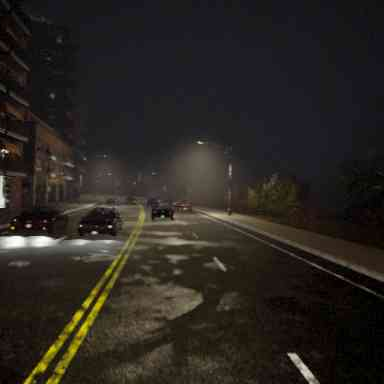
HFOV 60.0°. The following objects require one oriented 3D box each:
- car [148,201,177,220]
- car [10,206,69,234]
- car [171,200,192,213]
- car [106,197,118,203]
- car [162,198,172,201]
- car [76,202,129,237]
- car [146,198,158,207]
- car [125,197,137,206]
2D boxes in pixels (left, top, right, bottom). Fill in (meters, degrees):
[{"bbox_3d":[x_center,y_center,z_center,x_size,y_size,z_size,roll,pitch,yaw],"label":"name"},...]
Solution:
[{"bbox_3d":[-2.710,1.735,29.804,1.895,1.301,4.718,2,0,-8],"label":"car"},{"bbox_3d":[-8.070,1.440,18.012,1.994,1.385,4.181,2,0,-6],"label":"car"},{"bbox_3d":[-1.143,1.767,41.639,1.837,1.490,4.892,2,-1,-9],"label":"car"},{"bbox_3d":[-14.006,1.571,58.138,1.895,1.301,4.718,2,0,-10],"label":"car"},{"bbox_3d":[-4.514,1.771,60.522,2.128,1.511,4.902,2,0,-11],"label":"car"},{"bbox_3d":[-4.812,1.529,18.198,2.033,1.411,5.357,2,0,-6],"label":"car"},{"bbox_3d":[-6.408,1.652,53.497,1.882,1.535,5.008,2,0,-10],"label":"car"},{"bbox_3d":[-10.825,1.558,58.787,1.882,1.535,5.008,2,0,-10],"label":"car"}]
